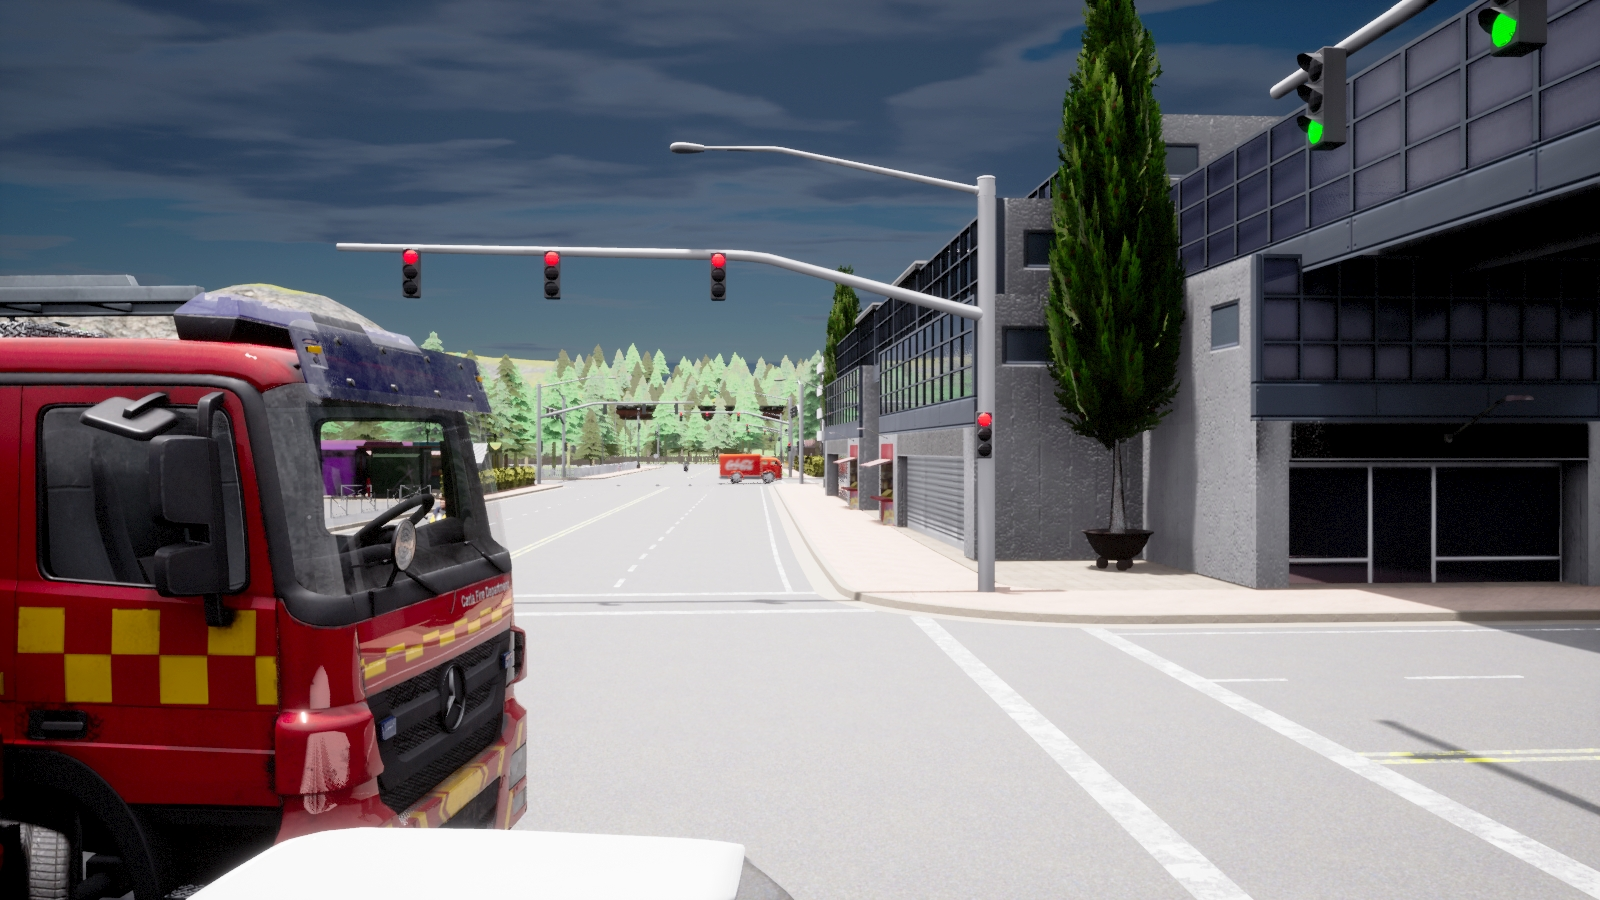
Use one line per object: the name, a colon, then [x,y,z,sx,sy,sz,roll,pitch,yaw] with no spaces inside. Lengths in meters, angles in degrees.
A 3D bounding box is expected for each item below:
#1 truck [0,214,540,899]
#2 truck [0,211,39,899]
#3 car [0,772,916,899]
truck: [-6.102,0.890,6.659,8.468,3.827,2.891,0,0,4]
truck: [-7.587,0.890,3.490,8.468,3.827,2.891,0,0,-3]
car: [-1.549,2.065,3.579,3.806,1.475,1.970,0,0,5]
